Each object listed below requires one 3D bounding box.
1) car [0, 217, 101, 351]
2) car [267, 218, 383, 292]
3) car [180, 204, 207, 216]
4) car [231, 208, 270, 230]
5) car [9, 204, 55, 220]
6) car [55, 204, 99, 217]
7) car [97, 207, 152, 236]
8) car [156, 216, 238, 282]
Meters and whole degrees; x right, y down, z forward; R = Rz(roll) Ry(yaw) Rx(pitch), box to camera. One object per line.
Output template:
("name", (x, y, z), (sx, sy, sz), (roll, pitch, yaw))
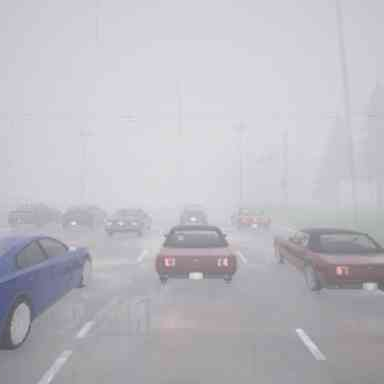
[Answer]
("car", (-3.407, 1.490, 6.230), (1.882, 1.535, 5.008), (0, 0, 0))
("car", (3.596, 1.617, 8.930), (1.895, 1.301, 4.718), (0, 0, 0))
("car", (0.094, 1.569, 23.728), (1.812, 1.442, 4.674), (0, 0, 0))
("car", (3.596, 1.640, 21.285), (1.895, 1.301, 4.718), (0, 0, 0))
("car", (-10.408, 1.535, 22.532), (2.128, 1.511, 4.902), (0, 0, 0))
("car", (-6.906, 1.547, 21.836), (1.837, 1.490, 4.892), (0, 0, 0))
("car", (-3.407, 1.582, 18.580), (2.033, 1.411, 5.357), (0, 0, 0))
("car", (0.097, 1.619, 9.776), (1.895, 1.301, 4.718), (0, 0, 0))
